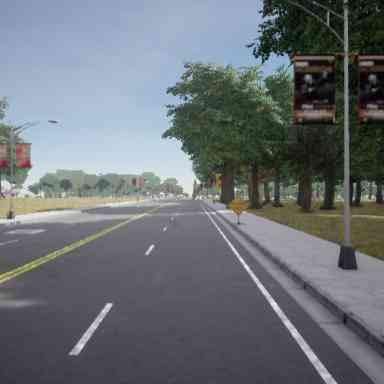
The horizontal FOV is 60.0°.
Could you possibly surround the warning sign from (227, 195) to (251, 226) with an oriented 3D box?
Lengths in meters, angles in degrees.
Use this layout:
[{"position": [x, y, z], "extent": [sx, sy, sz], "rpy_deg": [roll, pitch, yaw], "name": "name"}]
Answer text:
[{"position": [2.838, 1.118, 20.323], "extent": [1.300, 1.860, 1.060], "rpy_deg": [-1, -1, 0], "name": "warning sign"}]
